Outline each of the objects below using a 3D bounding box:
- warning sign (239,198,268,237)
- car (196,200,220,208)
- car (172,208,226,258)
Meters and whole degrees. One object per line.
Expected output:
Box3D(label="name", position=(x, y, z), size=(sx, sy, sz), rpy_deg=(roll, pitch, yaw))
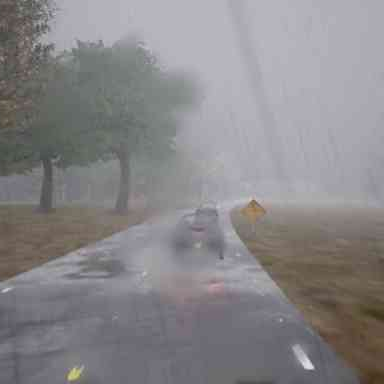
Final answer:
Box3D(label="warning sign", position=(3.119, 1.274, 16.913), size=(1.300, 1.860, 1.060), rpy_deg=(0, 0, 3))
Box3D(label="car", position=(1.367, 1.730, 29.031), size=(1.882, 1.535, 5.008), rpy_deg=(0, 0, 6))
Box3D(label="car", position=(0.325, 1.619, 13.401), size=(2.128, 1.511, 4.902), rpy_deg=(0, 0, 3))
